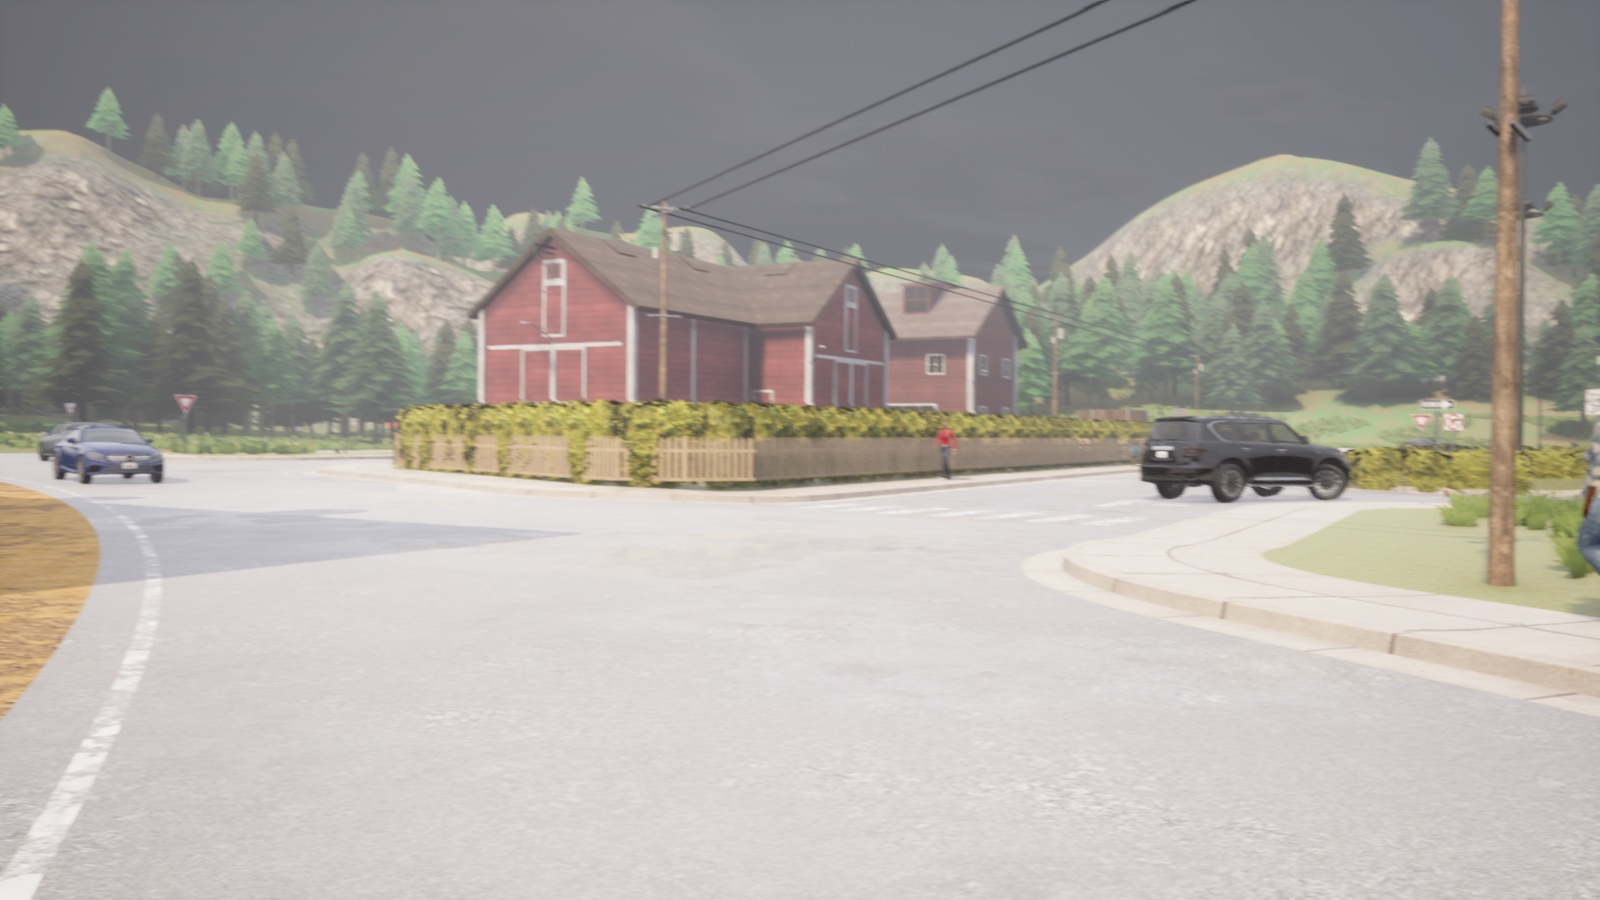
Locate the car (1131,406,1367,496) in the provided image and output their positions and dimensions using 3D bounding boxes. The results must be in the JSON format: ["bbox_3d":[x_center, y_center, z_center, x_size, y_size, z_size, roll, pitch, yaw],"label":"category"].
[{"bbox_3d":[11.034,-0.019,30.755,5.566,2.045,2.150,-1,0,-26],"label":"car"}]

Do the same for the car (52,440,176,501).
[{"bbox_3d":[-17.702,0.476,32.293,1.812,1.442,4.674,-1,1,-41],"label":"car"}]

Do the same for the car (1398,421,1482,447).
[{"bbox_3d":[43.443,-1.096,85.295,5.027,1.651,2.152,-1,1,-18],"label":"car"}]

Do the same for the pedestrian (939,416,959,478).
[{"bbox_3d":[4.471,-0.092,37.636,0.331,1.846,0.636,0,1,33],"label":"pedestrian"}]

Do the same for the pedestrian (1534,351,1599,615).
[{"bbox_3d":[6.034,0.223,9.081,0.874,1.855,0.900,-1,1,-7],"label":"pedestrian"}]

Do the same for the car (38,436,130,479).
[{"bbox_3d":[-26.802,0.253,46.934,2.007,1.525,4.514,-1,1,-43],"label":"car"}]
